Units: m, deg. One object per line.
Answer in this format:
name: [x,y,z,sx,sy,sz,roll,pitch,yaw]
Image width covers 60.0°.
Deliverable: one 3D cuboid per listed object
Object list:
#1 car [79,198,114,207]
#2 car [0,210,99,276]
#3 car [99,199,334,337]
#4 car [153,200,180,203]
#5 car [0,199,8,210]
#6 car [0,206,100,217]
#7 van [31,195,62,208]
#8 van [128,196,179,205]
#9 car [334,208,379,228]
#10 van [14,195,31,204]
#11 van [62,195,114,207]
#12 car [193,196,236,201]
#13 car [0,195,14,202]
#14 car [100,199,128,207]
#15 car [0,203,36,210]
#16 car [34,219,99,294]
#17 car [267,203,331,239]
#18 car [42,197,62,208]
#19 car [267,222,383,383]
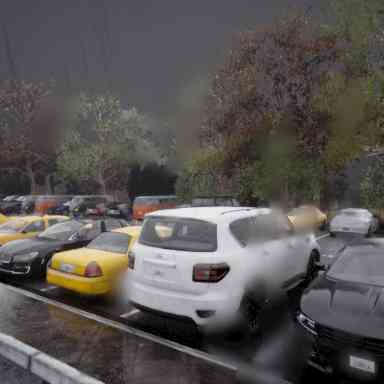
car: [-6.949,1.548,29.209,2.163,1.488,4.792,0,0,36]
car: [-3.447,1.554,10.491,2.231,1.521,4.892,0,0,36]
car: [1.063,1.320,7.251,2.435,2.045,5.566,0,0,36]
car: [-0.258,1.556,24.290,2.163,1.488,4.792,0,0,36]
car: [-27.253,1.684,43.887,2.002,1.452,4.674,0,0,36]
car: [-5.807,1.540,11.964,1.946,1.575,5.366,0,0,36]
van: [-13.627,1.329,34.154,1.878,1.987,4.442,0,0,36]
van: [-2.516,1.294,26.105,1.878,1.987,4.442,0,0,36]
car: [8.729,1.604,17.811,2.002,1.452,4.674,0,0,36]
van: [-16.007,1.343,35.591,1.878,1.987,4.442,0,0,36]
van: [-9.259,1.302,30.713,1.878,1.987,4.442,0,0,36]
car: [2.019,1.285,22.711,2.435,2.045,5.566,0,0,36]
car: [-18.198,1.333,37.288,2.435,2.045,5.566,0,0,36]
car: [-4.812,1.546,27.660,2.163,1.488,4.792,0,0,36]
car: [-10.401,1.524,15.293,1.946,1.575,5.366,0,0,36]
car: [-1.093,1.559,9.007,1.946,1.575,5.366,0,0,36]
car: [6.378,1.552,19.288,1.946,1.575,5.366,0,0,36]
car: [-11.448,1.539,32.439,2.097,1.535,5.008,0,0,36]
car: [3.297,1.580,5.604,2.097,1.535,5.008,0,0,36]
